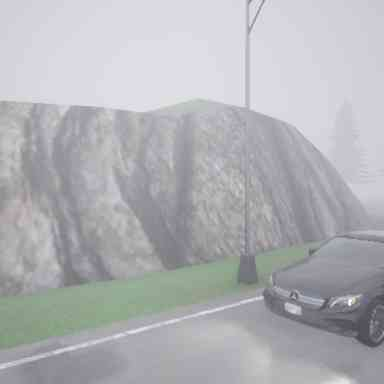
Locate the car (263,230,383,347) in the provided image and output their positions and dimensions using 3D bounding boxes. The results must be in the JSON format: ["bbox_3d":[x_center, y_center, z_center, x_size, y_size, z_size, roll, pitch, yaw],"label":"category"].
[{"bbox_3d":[3.441,1.526,6.443,4.674,1.442,1.812,0,0,-35],"label":"car"}]
